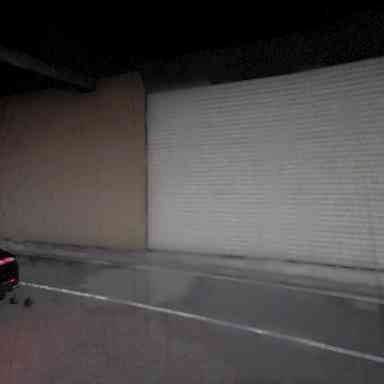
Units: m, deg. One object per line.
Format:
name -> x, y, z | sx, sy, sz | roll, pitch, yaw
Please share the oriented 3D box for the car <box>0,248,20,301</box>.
car -> -5.595, 1.471, 6.677 | 4.902, 1.511, 2.128 | 0, 0, 28
